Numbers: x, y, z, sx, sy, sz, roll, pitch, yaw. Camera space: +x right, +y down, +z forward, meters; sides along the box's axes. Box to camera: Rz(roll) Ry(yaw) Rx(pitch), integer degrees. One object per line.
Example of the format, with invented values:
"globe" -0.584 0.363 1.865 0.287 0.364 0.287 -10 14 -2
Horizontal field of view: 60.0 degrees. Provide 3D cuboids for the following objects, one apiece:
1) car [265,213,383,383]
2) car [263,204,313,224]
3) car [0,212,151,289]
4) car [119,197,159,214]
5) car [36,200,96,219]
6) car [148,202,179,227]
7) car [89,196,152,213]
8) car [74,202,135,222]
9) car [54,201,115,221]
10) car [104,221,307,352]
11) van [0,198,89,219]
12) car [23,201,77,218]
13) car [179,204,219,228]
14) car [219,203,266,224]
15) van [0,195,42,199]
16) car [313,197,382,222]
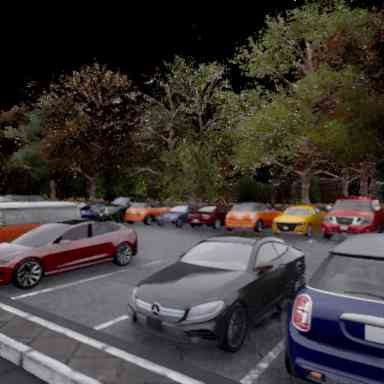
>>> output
"car" 3.061 1.397 4.912 2.185 1.767 4.553 0 0 36
"car" 6.182 1.547 18.821 2.097 1.535 5.008 0 0 36
"car" -3.716 1.590 9.786 2.163 1.488 4.792 0 0 36
"car" -2.884 1.468 25.294 2.185 1.767 4.553 0 0 36
"car" -11.907 1.633 31.826 2.097 1.535 5.008 0 0 36
"car" -0.602 1.623 23.696 2.002 1.452 4.674 0 0 36
"car" -5.143 1.353 26.922 2.435 2.045 5.566 0 0 36
"car" -7.373 1.644 28.595 2.163 1.488 4.792 0 0 36
"car" -9.645 1.625 30.202 2.231 1.521 4.892 0 0 36
"car" 0.822 1.575 6.563 2.002 1.452 4.674 0 0 36
"van" -6.080 1.347 11.377 1.878 1.987 4.442 0 0 36
"car" -14.170 1.682 33.450 2.002 1.452 4.674 0 0 36
"car" 1.654 1.572 22.064 2.097 1.535 5.008 0 0 36
"car" 3.899 1.434 20.418 2.185 1.767 4.553 0 0 36
"van" -18.762 1.433 36.605 1.878 1.987 4.442 0 0 36
"car" 8.425 1.283 17.169 2.435 2.045 5.566 0 0 36
